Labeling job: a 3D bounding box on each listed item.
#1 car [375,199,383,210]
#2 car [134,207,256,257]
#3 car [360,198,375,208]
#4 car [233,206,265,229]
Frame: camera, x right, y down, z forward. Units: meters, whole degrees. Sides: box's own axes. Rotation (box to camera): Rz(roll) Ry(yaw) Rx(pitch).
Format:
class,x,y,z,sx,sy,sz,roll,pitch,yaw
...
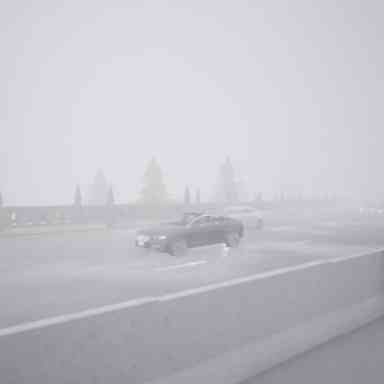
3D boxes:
class,x,y,z,sx,sy,sz,roll,pitch,yaw
car,26.958,1.636,45.570,1.882,1.535,5.008,-1,0,37
car,0.059,1.551,13.288,4.902,1.511,2.128,0,0,-41
car,28.219,1.724,53.016,1.812,1.442,4.674,-1,0,37
car,2.749,1.622,20.611,1.812,1.442,4.674,0,0,44
